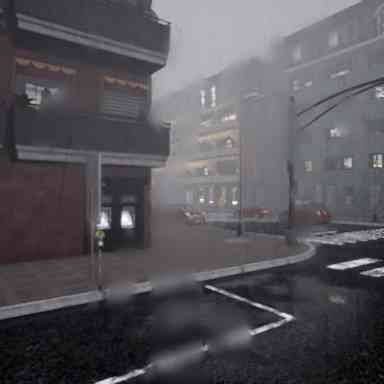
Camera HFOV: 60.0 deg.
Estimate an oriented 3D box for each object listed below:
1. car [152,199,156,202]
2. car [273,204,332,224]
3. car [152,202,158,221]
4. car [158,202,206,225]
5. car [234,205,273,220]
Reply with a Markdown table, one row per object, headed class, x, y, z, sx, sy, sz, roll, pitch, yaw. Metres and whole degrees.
| class | x | y | z | sx | sy | sz | roll | pitch | yaw |
| --- | --- | --- | --- | --- | --- | --- | --- | --- | --- |
| car | -3.792 | 2.063 | 44.900 | 1.947 | 1.339 | 4.313 | -1 | 0 | -35 |
| car | 8.961 | 1.664 | 26.737 | 1.967 | 1.590 | 4.097 | -1 | 0 | -35 |
| car | -3.856 | 1.920 | 31.272 | 1.802 | 1.307 | 4.206 | -1 | 0 | -35 |
| car | -0.671 | 1.710 | 26.730 | 1.967 | 1.590 | 4.097 | -1 | 0 | -35 |
| car | 5.773 | 1.874 | 31.277 | 1.802 | 1.307 | 4.206 | -1 | 0 | -35 |
